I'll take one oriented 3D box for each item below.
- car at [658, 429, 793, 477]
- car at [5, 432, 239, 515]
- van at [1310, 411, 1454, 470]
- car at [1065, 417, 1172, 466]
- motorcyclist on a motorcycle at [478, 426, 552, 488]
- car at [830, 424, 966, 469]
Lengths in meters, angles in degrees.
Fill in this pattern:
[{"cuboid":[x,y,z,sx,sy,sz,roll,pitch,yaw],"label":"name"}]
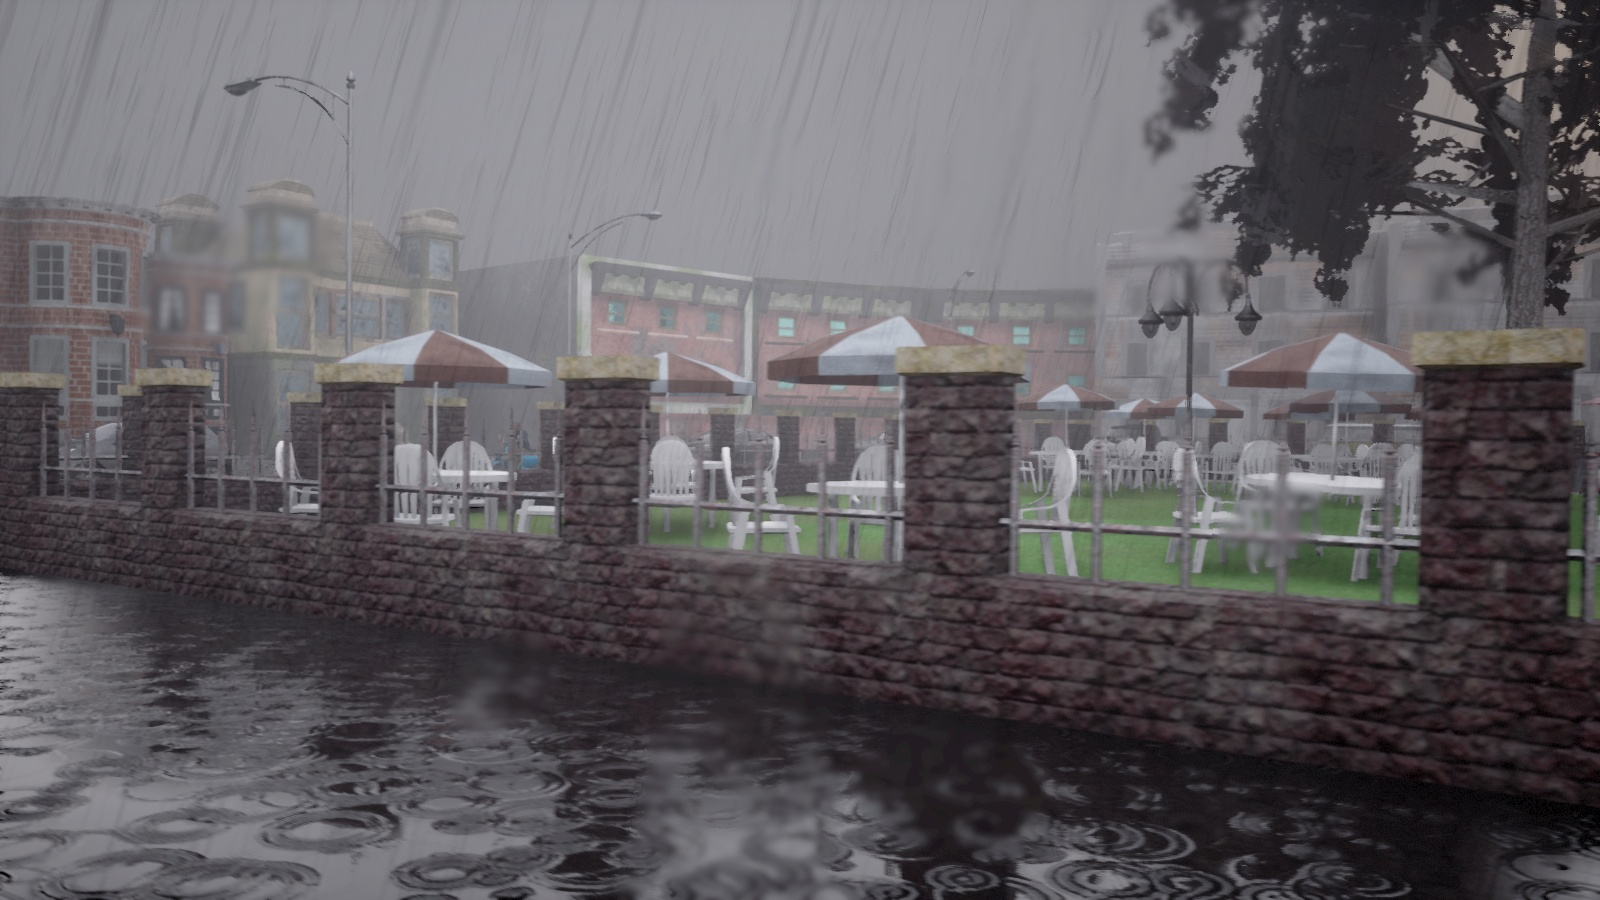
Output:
[{"cuboid":[-2.380,0.064,41.543,1.837,1.490,4.892,0,1,34],"label":"car"},{"cuboid":[-13.377,0.400,24.940,1.845,1.501,3.633,0,1,34],"label":"car"},{"cuboid":[20.715,-0.352,44.759,4.442,1.987,1.775,0,1,33],"label":"van"},{"cuboid":[12.588,-0.348,49.605,3.866,1.878,1.905,0,1,23],"label":"car"},{"cuboid":[-7.610,0.168,33.631,0.866,1.590,1.817,0,2,34],"label":"motorcyclist on a motorcycle"},{"cuboid":[3.795,-0.156,48.614,4.856,1.649,2.033,-1,1,-25],"label":"car"}]
